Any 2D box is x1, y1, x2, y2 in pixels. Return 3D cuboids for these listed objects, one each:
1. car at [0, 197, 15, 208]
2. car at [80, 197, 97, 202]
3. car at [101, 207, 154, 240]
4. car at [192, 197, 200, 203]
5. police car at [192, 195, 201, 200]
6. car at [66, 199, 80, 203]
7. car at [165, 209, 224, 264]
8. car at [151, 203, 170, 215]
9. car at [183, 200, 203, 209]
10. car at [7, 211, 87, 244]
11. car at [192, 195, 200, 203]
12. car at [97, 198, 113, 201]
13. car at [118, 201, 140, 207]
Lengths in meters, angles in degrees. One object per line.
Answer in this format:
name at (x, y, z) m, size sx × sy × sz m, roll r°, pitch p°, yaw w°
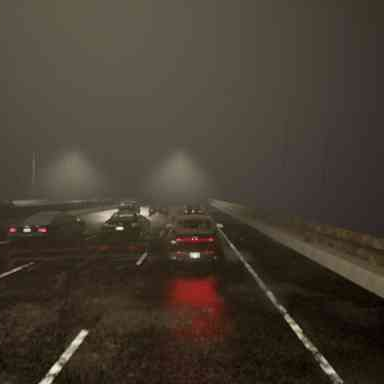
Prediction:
car at (-17.598, 1.433, 28.819) m, size 2.150 × 2.045 × 5.566 m, roll 0°, pitch 0°, yaw 0°
car at (-20.994, 1.860, 69.156) m, size 2.097 × 1.767 × 4.553 m, roll 0°, pitch 0°, yaw 0°
car at (-3.402, 1.694, 17.674) m, size 1.994 × 1.385 × 4.181 m, roll 0°, pitch 0°, yaw 0°
car at (1.058, 2.118, 87.881) m, size 1.882 × 1.535 × 5.008 m, roll 0°, pitch 0°, yaw 0°
police car at (1.056, 1.995, 77.992) m, size 1.930 × 1.638 × 5.238 m, roll 0°, pitch 0°, yaw 0°
car at (-24.494, 2.100, 69.095) m, size 1.895 × 1.301 × 4.718 m, roll 0°, pitch 0°, yaw 0°
car at (0.092, 1.596, 12.147) m, size 1.837 × 1.490 × 4.892 m, roll 0°, pitch 0°, yaw 0°
car at (-3.397, 1.860, 35.248) m, size 1.895 × 1.301 × 4.718 m, roll 0°, pitch 0°, yaw 0°
car at (0.101, 1.779, 31.476) m, size 2.033 × 1.411 × 5.357 m, roll 0°, pitch 0°, yaw 0°
car at (-6.901, 1.669, 16.451) m, size 2.033 × 1.411 × 5.357 m, roll 0°, pitch 0°, yaw 0°
car at (1.059, 1.905, 93.912) m, size 2.150 × 2.045 × 5.566 m, roll 0°, pitch 0°, yaw 0°
car at (-17.494, 2.030, 69.125) m, size 2.128 × 1.511 × 4.902 m, roll 0°, pitch 0°, yaw 0°
car at (-6.897, 1.762, 36.766) m, size 2.128 × 1.511 × 4.902 m, roll 0°, pitch 0°, yaw 0°
